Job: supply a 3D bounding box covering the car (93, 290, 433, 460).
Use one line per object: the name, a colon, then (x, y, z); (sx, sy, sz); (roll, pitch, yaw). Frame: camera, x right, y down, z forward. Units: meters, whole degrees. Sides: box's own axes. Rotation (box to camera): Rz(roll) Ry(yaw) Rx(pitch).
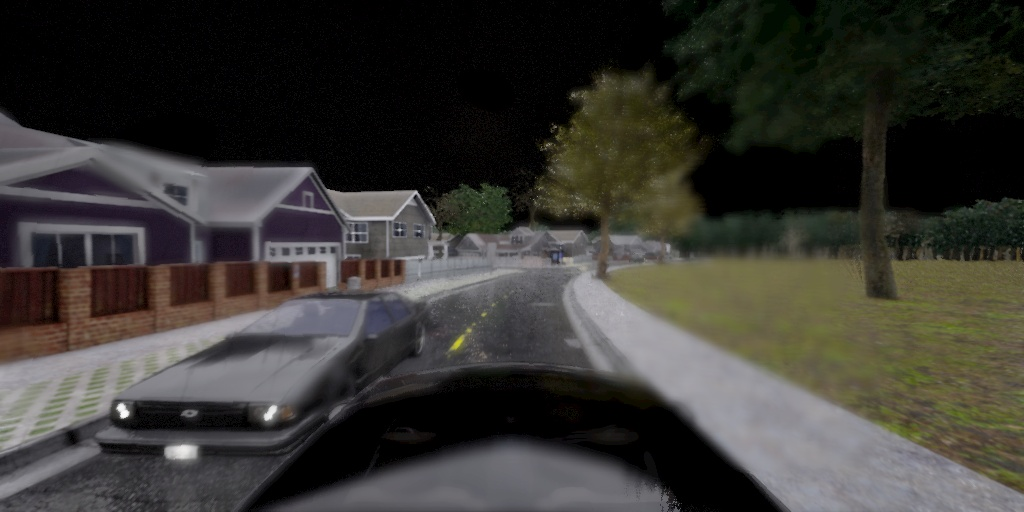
car: (-2.705, 1.284, 5.707); (2.033, 1.411, 5.357); (0, 0, 2)
